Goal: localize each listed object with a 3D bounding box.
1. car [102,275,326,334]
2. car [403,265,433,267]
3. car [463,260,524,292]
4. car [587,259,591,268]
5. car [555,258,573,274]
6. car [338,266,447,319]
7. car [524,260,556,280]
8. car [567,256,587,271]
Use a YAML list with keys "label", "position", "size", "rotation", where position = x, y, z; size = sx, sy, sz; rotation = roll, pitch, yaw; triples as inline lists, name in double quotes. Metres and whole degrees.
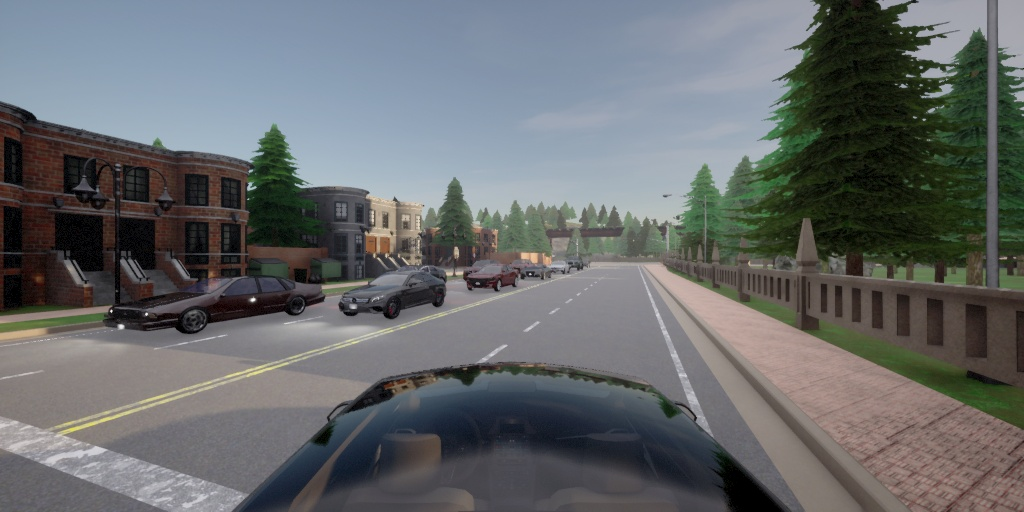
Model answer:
- label: "car"
  position: [-8.467, 1.297, 11.066]
  size: [2.033, 1.411, 5.357]
  rotation: [0, 0, 19]
- label: "car"
  position: [-5.417, 1.242, 20.040]
  size: [2.128, 1.511, 4.902]
  rotation: [0, 0, 18]
- label: "car"
  position: [-1.067, 1.228, 21.942]
  size: [1.882, 1.535, 5.008]
  rotation: [0, 0, 19]
- label: "car"
  position: [12.255, 1.255, 61.013]
  size: [1.837, 1.490, 4.892]
  rotation: [0, 0, 19]
- label: "car"
  position: [5.409, 1.276, 40.971]
  size: [1.812, 1.442, 4.674]
  rotation: [0, 0, 19]
- label: "car"
  position: [-4.072, 1.276, 13.111]
  size: [1.812, 1.442, 4.674]
  rotation: [0, 0, 19]
- label: "car"
  position: [2.168, 1.314, 31.422]
  size: [1.994, 1.385, 4.181]
  rotation: [0, 0, 20]
- label: "car"
  position: [8.775, 0.971, 50.844]
  size: [2.150, 2.045, 5.566]
  rotation: [0, 0, 19]
